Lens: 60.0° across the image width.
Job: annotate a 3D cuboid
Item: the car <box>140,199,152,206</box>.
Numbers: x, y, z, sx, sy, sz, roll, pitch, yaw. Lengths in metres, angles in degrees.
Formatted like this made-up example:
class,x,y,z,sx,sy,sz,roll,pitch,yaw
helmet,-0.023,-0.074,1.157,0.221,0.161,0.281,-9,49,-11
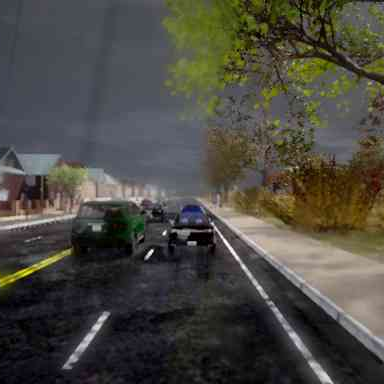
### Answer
class,x,y,z,sx,sy,sz,roll,pitch,yaw
car,-9.751,2.208,71.021,1.882,1.535,5.008,0,-1,0

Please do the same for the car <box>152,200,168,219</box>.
class,x,y,z,sx,sy,sz,roll,pitch,yaw
car,-3.248,1.783,29.302,2.128,1.511,4.902,0,0,0

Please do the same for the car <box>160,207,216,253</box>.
class,x,y,z,sx,sy,sz,roll,pitch,yaw
car,0.003,1.633,14.304,2.128,1.511,4.902,0,0,0

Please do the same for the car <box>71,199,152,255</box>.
class,x,y,z,sx,sy,sz,roll,pitch,yaw
car,-3.250,1.354,14.040,2.150,2.045,5.566,0,0,0

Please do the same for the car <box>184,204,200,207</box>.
class,x,y,z,sx,sy,sz,roll,pitch,yaw
car,0.004,1.771,29.481,1.882,1.535,5.008,0,0,0
